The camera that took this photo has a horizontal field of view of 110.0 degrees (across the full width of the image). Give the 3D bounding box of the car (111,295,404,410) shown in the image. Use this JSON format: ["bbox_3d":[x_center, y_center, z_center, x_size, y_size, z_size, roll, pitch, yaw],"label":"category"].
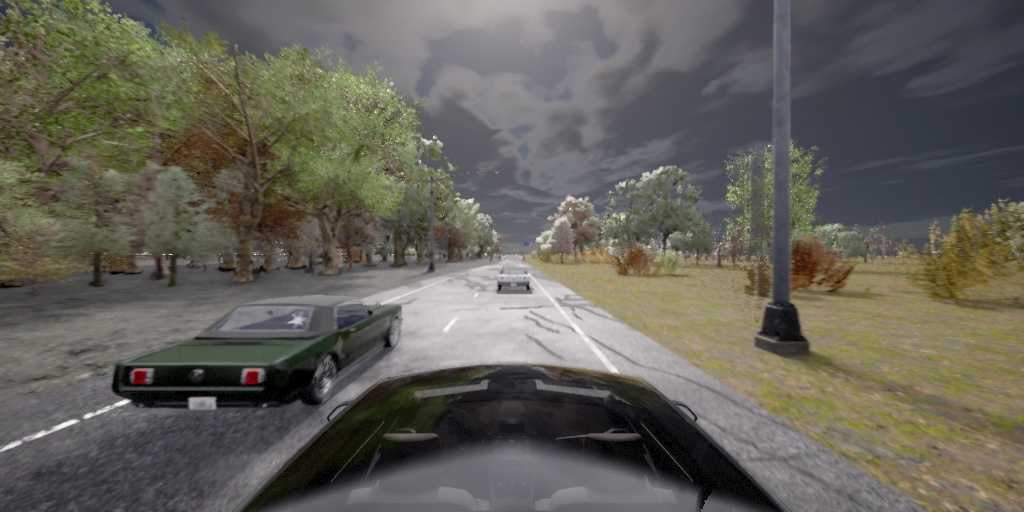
[{"bbox_3d":[-3.400,1.326,6.164,1.895,1.301,4.718,0,0,0],"label":"car"}]

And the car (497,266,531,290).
[{"bbox_3d":[0.098,1.243,21.503,1.895,1.301,4.718,0,0,0],"label":"car"}]
